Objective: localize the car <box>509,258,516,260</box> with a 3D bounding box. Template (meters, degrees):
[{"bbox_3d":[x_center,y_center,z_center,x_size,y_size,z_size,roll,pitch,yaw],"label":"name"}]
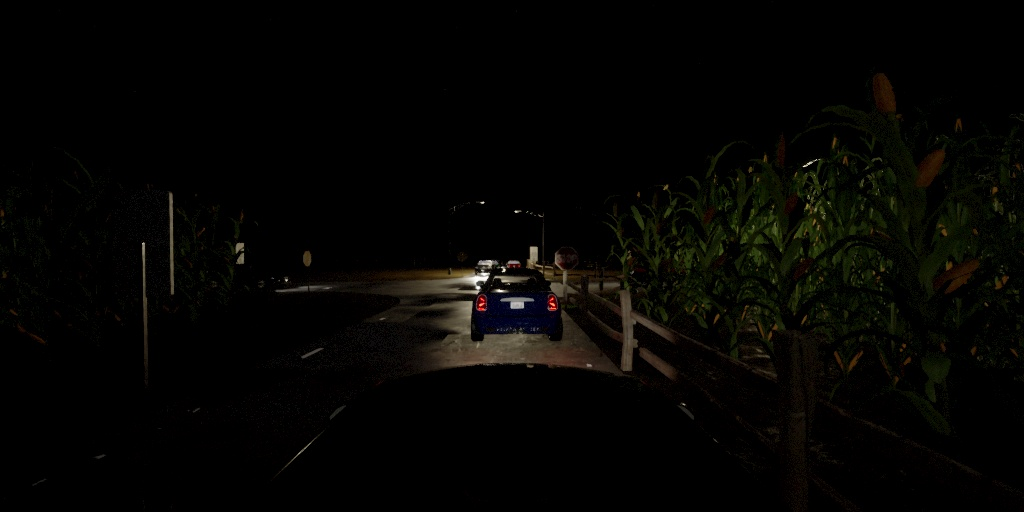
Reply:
[{"bbox_3d":[0.219,1.258,45.435,2.033,1.411,5.357,0,0,0],"label":"car"}]

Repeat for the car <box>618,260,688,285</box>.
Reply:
[{"bbox_3d":[9.882,1.067,25.170,4.553,1.767,2.097,0,1,-3],"label":"car"}]

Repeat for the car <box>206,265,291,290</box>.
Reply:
[{"bbox_3d":[-16.557,1.289,22.488,4.892,1.490,1.837,0,1,0],"label":"car"}]

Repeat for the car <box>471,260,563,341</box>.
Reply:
[{"bbox_3d":[0.059,1.098,9.993,2.097,1.767,4.553,0,0,-2],"label":"car"}]

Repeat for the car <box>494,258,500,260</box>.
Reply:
[{"bbox_3d":[-2.810,1.211,38.158,2.128,1.511,4.902,0,0,2],"label":"car"}]

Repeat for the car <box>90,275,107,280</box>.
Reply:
[{"bbox_3d":[-26.537,1.374,22.523,4.181,1.385,1.994,0,1,1],"label":"car"}]
